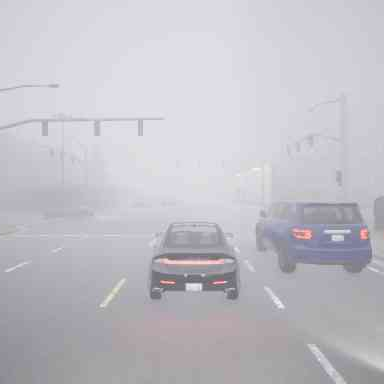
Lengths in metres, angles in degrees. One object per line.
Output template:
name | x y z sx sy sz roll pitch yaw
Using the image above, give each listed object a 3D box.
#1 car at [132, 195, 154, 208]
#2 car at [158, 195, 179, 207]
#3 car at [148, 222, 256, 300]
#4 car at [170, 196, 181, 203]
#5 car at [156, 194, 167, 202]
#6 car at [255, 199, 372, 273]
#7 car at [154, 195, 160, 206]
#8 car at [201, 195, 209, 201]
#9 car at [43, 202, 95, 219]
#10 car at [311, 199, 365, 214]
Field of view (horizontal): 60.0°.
car | -7.153 1.352 47.272 2.097 1.767 4.553 0 0 2
car | -3.595 1.547 51.890 2.033 1.411 5.357 0 0 0
car | 0.055 1.492 8.396 2.128 1.511 4.902 0 0 0
car | -3.512 1.540 71.885 2.033 1.411 5.357 0 0 0
car | -7.013 1.355 76.464 2.097 1.767 4.553 0 0 0
car | 3.570 1.221 10.841 2.150 2.045 5.566 0 0 0
car | -7.094 1.352 56.096 2.097 1.767 4.553 0 0 0
car | 3.485 1.525 88.830 2.128 1.511 4.902 0 0 0
car | -10.666 1.594 29.014 4.181 1.385 1.994 0 0 -10
car | 15.577 1.560 35.638 4.892 1.490 1.837 0 0 0
